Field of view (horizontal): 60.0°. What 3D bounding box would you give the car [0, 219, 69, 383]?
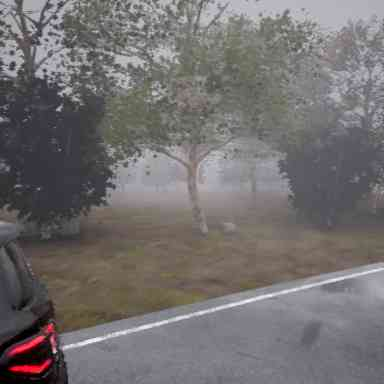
[{"bbox_3d":[-3.475,1.219,1.405,5.566,2.045,2.150,0,0,-36],"label":"car"}]
